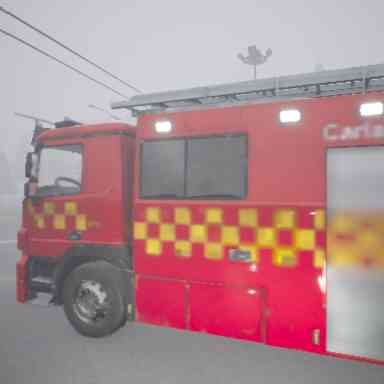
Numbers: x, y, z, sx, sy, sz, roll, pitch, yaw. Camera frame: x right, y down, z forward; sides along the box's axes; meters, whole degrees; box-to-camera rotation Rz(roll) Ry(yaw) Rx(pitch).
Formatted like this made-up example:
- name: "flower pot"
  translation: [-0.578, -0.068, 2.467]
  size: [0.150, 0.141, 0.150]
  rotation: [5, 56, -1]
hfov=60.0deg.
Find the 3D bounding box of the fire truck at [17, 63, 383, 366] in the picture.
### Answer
- name: "fire truck"
  translation: [1.345, 0.342, 5.357]
  size: [8.468, 3.827, 2.891]
  rotation: [0, 0, 22]
